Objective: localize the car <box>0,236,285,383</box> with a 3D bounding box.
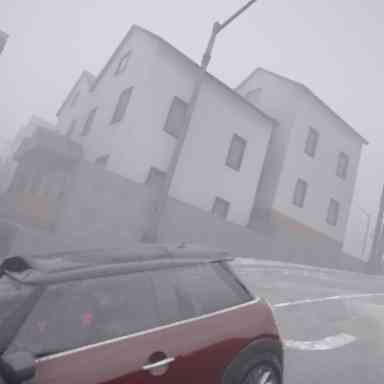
[{"bbox_3d":[-1.268,1.367,3.056,4.553,1.767,2.097,2,-1,-35],"label":"car"}]
